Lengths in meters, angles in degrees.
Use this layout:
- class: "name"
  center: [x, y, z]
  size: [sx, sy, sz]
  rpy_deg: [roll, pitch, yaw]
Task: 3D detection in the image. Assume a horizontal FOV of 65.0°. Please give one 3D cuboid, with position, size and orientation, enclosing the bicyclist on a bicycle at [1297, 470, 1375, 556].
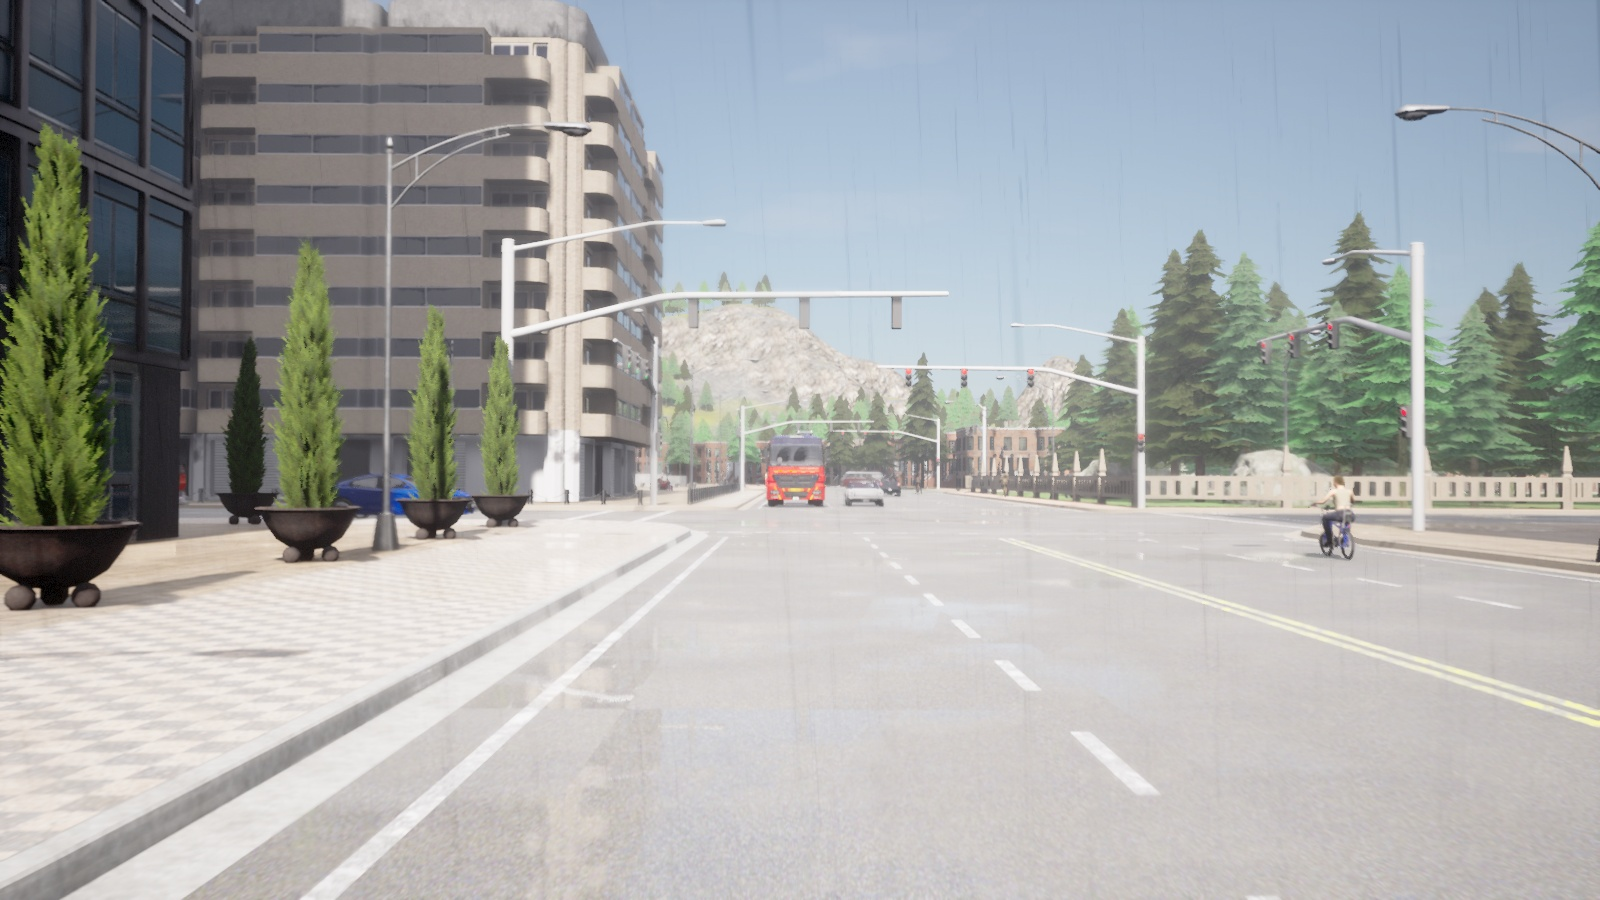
- class: "bicyclist on a bicycle"
  center: [10.424, 1.210, 24.483]
  size: [0.866, 1.612, 1.509]
  rpy_deg: [0, -1, 0]

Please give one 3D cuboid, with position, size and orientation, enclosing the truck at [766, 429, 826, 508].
- class: "truck"
  center: [-0.190, 0.969, 64.943]
  size: [2.891, 3.827, 8.468]
  rpy_deg: [0, -1, 0]

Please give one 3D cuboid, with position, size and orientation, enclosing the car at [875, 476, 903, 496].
- class: "car"
  center: [6.728, 2.738, 95.503]
  size: [1.845, 1.501, 3.633]
  rpy_deg: [0, -1, 0]

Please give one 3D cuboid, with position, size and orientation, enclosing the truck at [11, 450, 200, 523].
- class: "truck"
  center: [-24.404, 1.272, 44.306]
  size: [5.204, 2.467, 2.627]
  rpy_deg: [0, -1, 0]

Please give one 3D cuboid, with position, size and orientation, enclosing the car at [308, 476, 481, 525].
- class: "car"
  center: [-13.086, 1.619, 40.768]
  size: [5.008, 1.535, 1.882]
  rpy_deg: [0, -1, 0]

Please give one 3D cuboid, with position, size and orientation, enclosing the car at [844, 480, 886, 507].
- class: "car"
  center: [3.314, 2.224, 65.121]
  size: [1.895, 1.301, 4.718]
  rpy_deg: [0, -1, 0]
